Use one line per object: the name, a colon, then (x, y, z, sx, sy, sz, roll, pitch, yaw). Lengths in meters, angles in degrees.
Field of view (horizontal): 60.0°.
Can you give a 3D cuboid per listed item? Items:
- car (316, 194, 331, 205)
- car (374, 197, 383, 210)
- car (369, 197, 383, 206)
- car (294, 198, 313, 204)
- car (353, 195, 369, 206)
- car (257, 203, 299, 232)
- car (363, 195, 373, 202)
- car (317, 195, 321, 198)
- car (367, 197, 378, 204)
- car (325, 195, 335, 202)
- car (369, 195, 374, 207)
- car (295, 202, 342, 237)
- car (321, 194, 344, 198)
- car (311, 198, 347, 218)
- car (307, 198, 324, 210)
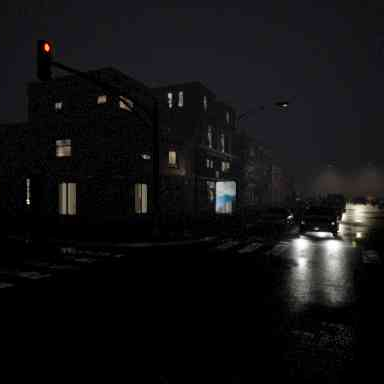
car: (23.938, 1.331, 60.389, 2.192, 1.841, 5.009, 0, 0, 25)
car: (24.494, 1.561, 41.820, 2.008, 1.369, 4.403, 0, 0, 25)
car: (31.520, 1.568, 56.822, 2.008, 1.369, 4.403, 0, 0, 25)
car: (9.884, 1.555, 30.384, 2.008, 1.369, 4.403, 0, 0, 25)
car: (28.852, 1.494, 57.244, 1.882, 1.535, 5.008, 0, 0, 25)
car: (5.200, 1.584, 20.383, 1.802, 1.307, 4.206, 0, 0, 25)
car: (43.231, 1.475, 81.824, 1.967, 1.590, 4.097, 0, 0, 25)
car: (14.569, 1.447, 40.386, 1.967, 1.590, 4.097, 0, 0, 25)
car: (36.204, 1.605, 66.823, 1.802, 1.307, 4.206, 0, 0, 25)
car: (33.306, 1.470, 80.392, 1.967, 1.590, 4.097, 0, 0, 25)
car: (29.179, 1.454, 51.820, 1.967, 1.590, 4.097, 0, 0, 25)
car: (7.126, 1.528, 18.418, 1.812, 1.442, 4.674, 0, 0, 26)
car: (16.135, 1.228, 37.397, 2.150, 2.045, 5.566, 0, 0, 25)
car: (11.556, 1.496, 27.775, 2.128, 1.511, 4.902, 0, 0, 25)
car: (16.838, 1.534, 45.233, 1.752, 1.417, 4.829, 0, 0, 25)
